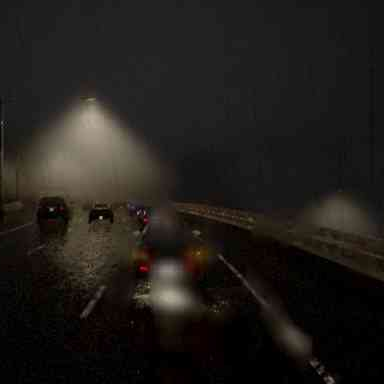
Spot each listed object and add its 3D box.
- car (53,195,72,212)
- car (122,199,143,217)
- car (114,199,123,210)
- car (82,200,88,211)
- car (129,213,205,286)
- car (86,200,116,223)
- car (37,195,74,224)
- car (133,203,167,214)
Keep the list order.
[{"bbox_3d":[-16.835,1.413,43.092,2.150,2.045,5.566,0,-1,-24],"label":"car"},{"bbox_3d":[-5.541,1.667,33.190,1.812,1.442,4.674,0,0,-18],"label":"car"},{"bbox_3d":[-9.930,1.698,44.715,1.837,1.490,4.892,0,0,-23],"label":"car"},{"bbox_3d":[-13.196,1.755,43.478,1.994,1.385,4.181,0,0,-24],"label":"car"},{"bbox_3d":[-0.710,1.566,9.504,1.812,1.442,4.674,0,0,-5],"label":"car"},{"bbox_3d":[-7.312,1.624,26.820,1.837,1.490,4.892,0,0,-15],"label":"car"},{"bbox_3d":[-10.623,1.340,26.036,2.150,2.045,5.566,0,0,-16],"label":"car"},{"bbox_3d":[-2.480,1.637,21.277,2.033,1.411,5.357,0,0,-11],"label":"car"}]
